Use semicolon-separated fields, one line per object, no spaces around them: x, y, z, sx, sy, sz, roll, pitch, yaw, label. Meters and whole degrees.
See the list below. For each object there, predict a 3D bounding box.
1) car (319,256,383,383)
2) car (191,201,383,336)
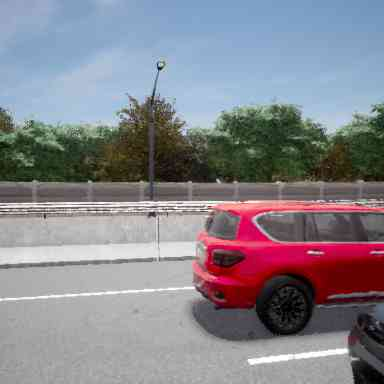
3.977;1.501;3.193;4.892;1.490;1.837;0;0;-12;car
2.765;1.219;6.521;5.566;2.045;2.150;0;0;-12;car
